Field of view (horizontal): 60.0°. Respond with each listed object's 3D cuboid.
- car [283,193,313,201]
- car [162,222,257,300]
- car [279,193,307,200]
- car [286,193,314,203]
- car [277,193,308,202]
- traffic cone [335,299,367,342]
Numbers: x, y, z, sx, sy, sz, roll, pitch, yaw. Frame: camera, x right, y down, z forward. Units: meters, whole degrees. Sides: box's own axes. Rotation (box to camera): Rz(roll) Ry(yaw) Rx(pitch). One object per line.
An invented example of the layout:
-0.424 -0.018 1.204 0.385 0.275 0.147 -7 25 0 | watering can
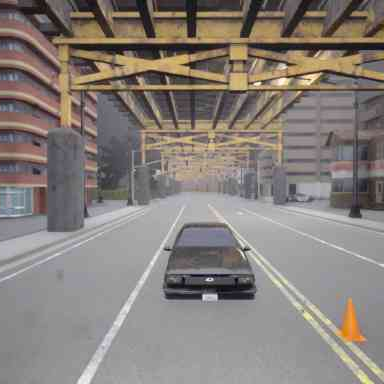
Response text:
17.525 0.847 54.884 4.536 1.218 1.853 0 1 -20 | car
0.363 1.533 8.758 2.033 1.411 5.357 0 0 1 | car
17.873 0.800 59.001 4.536 1.218 1.853 0 1 25 | car
17.476 1.005 54.868 4.974 1.542 2.038 0 1 -20 | car
17.825 0.957 59.025 4.974 1.542 2.038 0 1 25 | car
2.455 1.949 5.150 0.340 0.580 0.340 0 0 0 | traffic cone
